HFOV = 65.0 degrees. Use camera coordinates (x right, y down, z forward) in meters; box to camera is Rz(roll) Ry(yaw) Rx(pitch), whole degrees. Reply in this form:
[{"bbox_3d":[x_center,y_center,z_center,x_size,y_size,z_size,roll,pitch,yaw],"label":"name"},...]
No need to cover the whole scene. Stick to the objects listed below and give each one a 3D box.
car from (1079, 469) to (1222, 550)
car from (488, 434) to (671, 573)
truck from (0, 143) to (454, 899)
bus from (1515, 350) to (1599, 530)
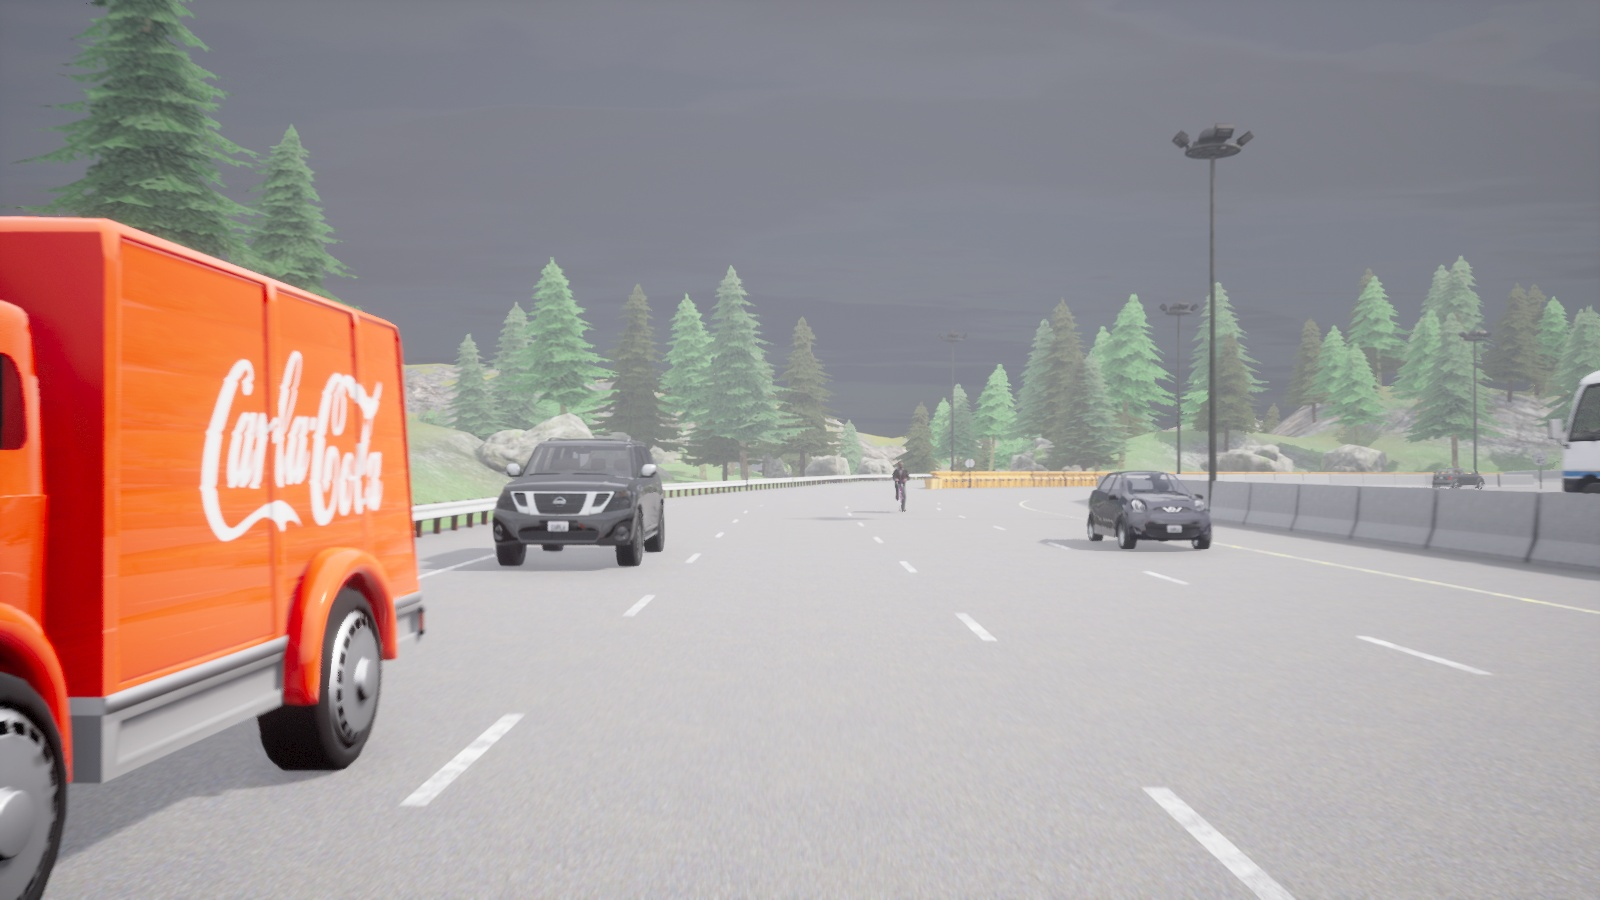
[{"bbox_3d":[6.940,1.136,25.217,1.845,1.501,3.633,0,-1,0],"label":"car"},{"bbox_3d":[-3.552,0.831,21.373,2.150,2.045,5.566,0,-1,0],"label":"car"},{"bbox_3d":[-3.517,0.402,5.403,2.627,2.467,5.204,0,0,0],"label":"truck"},{"bbox_3d":[20.929,-0.272,28.094,3.944,4.253,10.273,0,-1,0],"label":"bus"}]
